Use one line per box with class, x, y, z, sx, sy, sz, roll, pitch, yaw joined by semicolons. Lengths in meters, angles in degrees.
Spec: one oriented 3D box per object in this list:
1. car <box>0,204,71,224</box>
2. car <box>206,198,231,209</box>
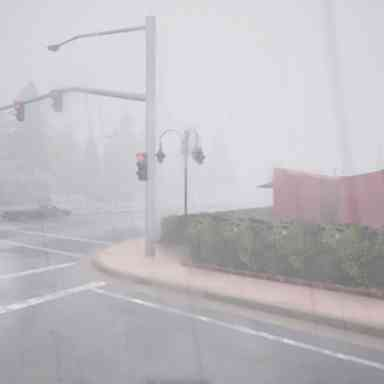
car;-11.721;1.592;25.178;1.895;1.301;4.718;0;0;36
car;3.735;1.520;46.529;1.812;1.442;4.674;0;0;36
